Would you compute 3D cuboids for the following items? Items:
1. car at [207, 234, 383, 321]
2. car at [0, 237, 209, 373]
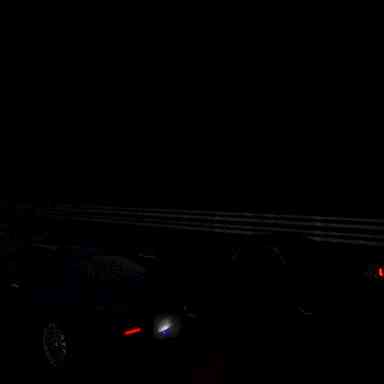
[{"bbox_3d":[1.420,1.586,7.278,4.718,1.301,1.895,0,0,36],"label":"car"},{"bbox_3d":[-2.217,1.502,5.574,4.674,1.442,1.812,0,0,36],"label":"car"}]
